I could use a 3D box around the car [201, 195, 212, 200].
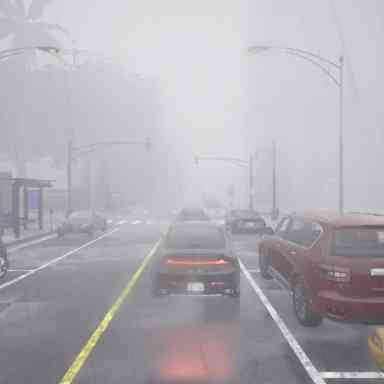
[{"bbox_3d":[2.820,1.541,49.668,1.947,1.339,4.313,0,0,0],"label":"car"}]

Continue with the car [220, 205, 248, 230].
[{"bbox_3d":[2.781,1.561,17.811,1.947,1.339,4.313,0,0,0],"label":"car"}]

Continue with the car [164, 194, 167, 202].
[{"bbox_3d":[-5.699,1.410,55.118,1.967,1.590,4.097,0,0,0],"label":"car"}]

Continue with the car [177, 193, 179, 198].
[{"bbox_3d":[-5.654,1.234,93.061,2.192,1.841,5.009,0,0,0],"label":"car"}]

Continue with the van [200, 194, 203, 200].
[{"bbox_3d":[2.832,1.306,60.509,1.690,1.788,3.998,0,0,0],"label":"van"}]

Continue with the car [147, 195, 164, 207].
[{"bbox_3d":[-5.706,1.526,49.698,2.008,1.369,4.403,0,0,0],"label":"car"}]

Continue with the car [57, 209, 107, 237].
[{"bbox_3d":[-5.744,1.577,17.839,1.802,1.307,4.206,0,0,0],"label":"car"}]

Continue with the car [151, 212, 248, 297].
[{"bbox_3d":[0.086,1.503,8.542,1.837,1.490,4.892,0,0,0],"label":"car"}]

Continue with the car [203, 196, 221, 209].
[{"bbox_3d":[2.813,1.545,44.248,1.947,1.339,4.313,0,0,0],"label":"car"}]

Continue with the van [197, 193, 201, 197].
[{"bbox_3d":[2.859,1.278,82.190,1.690,1.788,3.998,0,0,0],"label":"van"}]

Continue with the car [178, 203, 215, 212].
[{"bbox_3d":[0.024,1.559,18.571,1.994,1.385,4.181,0,0,0],"label":"car"}]

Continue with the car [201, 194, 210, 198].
[{"bbox_3d":[2.827,1.496,55.259,1.752,1.417,4.829,0,0,0],"label":"car"}]

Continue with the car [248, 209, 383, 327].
[{"bbox_3d":[2.767,1.314,6.960,2.192,1.841,5.009,0,0,0],"label":"car"}]

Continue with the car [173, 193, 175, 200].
[{"bbox_3d":[-5.674,1.259,76.800,2.192,1.841,5.009,0,0,0],"label":"car"}]

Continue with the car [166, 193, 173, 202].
[{"bbox_3d":[-5.680,1.392,71.379,1.967,1.590,4.097,0,0,0],"label":"car"}]

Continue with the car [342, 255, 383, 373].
[{"bbox_3d":[2.762,1.525,1.705,1.752,1.417,4.829,0,0,0],"label":"car"}]

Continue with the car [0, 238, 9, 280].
[{"bbox_3d":[-5.758,1.439,6.987,1.967,1.590,4.097,0,0,0],"label":"car"}]
